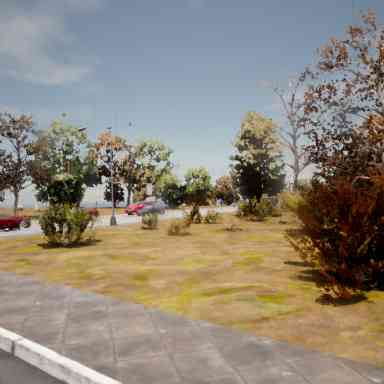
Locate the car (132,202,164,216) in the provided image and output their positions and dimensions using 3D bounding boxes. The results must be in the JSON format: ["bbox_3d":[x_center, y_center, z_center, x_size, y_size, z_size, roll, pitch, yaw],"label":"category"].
[{"bbox_3d":[-5.611,2.493,45.575,1.812,1.442,4.674,-3,-2,32],"label":"car"}]

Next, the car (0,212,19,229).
[{"bbox_3d":[-17.023,2.455,27.696,1.994,1.385,4.181,-3,-2,34],"label":"car"}]

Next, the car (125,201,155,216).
[{"bbox_3d":[-7.409,2.365,49.313,2.150,2.045,5.566,-3,-2,32],"label":"car"}]

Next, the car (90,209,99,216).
[{"bbox_3d":[-12.154,2.387,35.185,1.882,1.535,5.008,-3,-2,33],"label":"car"}]

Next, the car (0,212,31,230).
[{"bbox_3d":[-14.558,2.193,24.617,1.882,1.535,5.008,-3,-2,34],"label":"car"}]
